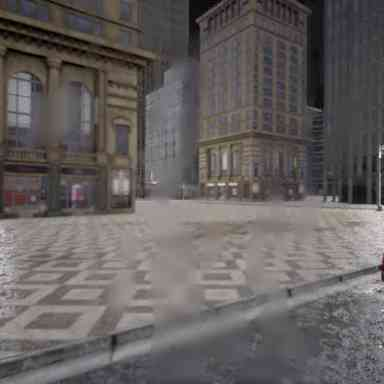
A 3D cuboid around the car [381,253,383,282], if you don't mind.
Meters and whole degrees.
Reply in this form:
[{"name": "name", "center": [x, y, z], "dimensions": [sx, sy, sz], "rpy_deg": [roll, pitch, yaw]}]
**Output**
[{"name": "car", "center": [6.556, 1.350, 8.026], "dimensions": [4.553, 1.767, 2.097], "rpy_deg": [0, 0, -35]}]
